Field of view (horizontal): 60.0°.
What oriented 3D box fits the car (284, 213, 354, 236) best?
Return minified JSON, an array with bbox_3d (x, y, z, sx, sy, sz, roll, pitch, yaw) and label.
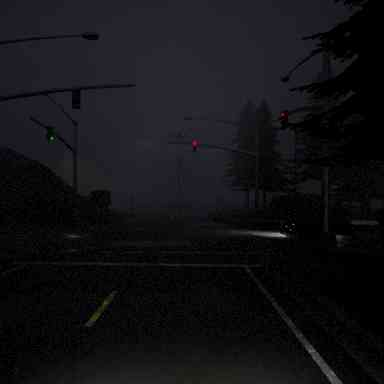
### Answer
[{"bbox_3d":[8.027,2.031,21.219,4.181,1.385,1.994,0,-1,-1],"label":"car"}]
